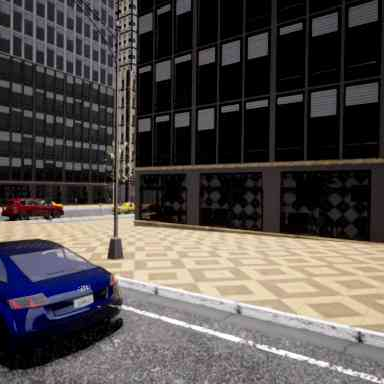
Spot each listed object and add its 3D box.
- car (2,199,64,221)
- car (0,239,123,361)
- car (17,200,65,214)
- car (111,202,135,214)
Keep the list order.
[{"bbox_3d":[-13.835,1.520,29.184,2.192,1.841,5.009,1,0,36],"label":"car"},{"bbox_3d":[-3.235,1.561,5.973,4.181,1.385,1.994,0,0,34],"label":"car"},{"bbox_3d":[-17.367,1.643,38.546,1.752,1.417,4.829,1,0,36],"label":"car"},{"bbox_3d":[-7.071,1.830,38.420,1.752,1.417,4.829,1,0,36],"label":"car"}]
